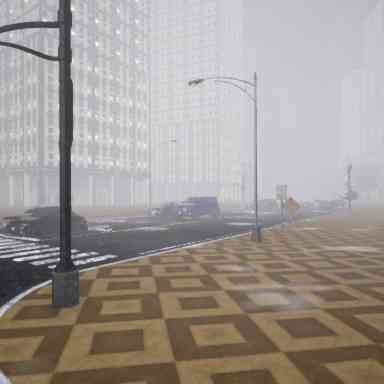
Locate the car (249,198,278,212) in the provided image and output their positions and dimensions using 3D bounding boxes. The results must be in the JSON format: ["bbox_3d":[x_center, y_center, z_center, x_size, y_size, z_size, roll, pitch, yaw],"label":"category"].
[{"bbox_3d":[9.807,1.649,44.216,2.097,1.767,4.553,0,0,34],"label":"car"}]

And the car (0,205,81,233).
[{"bbox_3d":[-9.652,1.648,21.368,1.812,1.442,4.674,0,-1,34],"label":"car"}]

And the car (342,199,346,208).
[{"bbox_3d":[24.191,1.839,54.740,1.882,1.535,5.008,0,0,31],"label":"car"}]

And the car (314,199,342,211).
[{"bbox_3d":[18.796,1.852,45.886,2.033,1.411,5.357,0,0,31],"label":"car"}]

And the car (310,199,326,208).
[{"bbox_3d":[21.466,1.903,56.514,1.812,1.442,4.674,0,0,31],"label":"car"}]

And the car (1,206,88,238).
[{"bbox_3d":[-7.824,1.661,18.285,1.994,1.385,4.181,0,-1,34],"label":"car"}]

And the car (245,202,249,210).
[{"bbox_3d":[9.533,1.832,49.679,2.128,1.511,4.902,0,-1,33],"label":"car"}]

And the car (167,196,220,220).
[{"bbox_3d":[0.508,1.417,30.479,2.150,2.045,5.566,0,-1,34],"label":"car"}]

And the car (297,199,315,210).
[{"bbox_3d":[16.286,1.923,47.999,1.895,1.301,4.718,0,0,32],"label":"car"}]

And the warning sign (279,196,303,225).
[{"bbox_3d":[6.824,1.251,22.958,1.300,1.860,1.060,0,0,34],"label":"warning sign"}]

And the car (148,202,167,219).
[{"bbox_3d":[-2.178,1.696,32.309,2.128,1.511,4.902,0,0,34],"label":"car"}]
